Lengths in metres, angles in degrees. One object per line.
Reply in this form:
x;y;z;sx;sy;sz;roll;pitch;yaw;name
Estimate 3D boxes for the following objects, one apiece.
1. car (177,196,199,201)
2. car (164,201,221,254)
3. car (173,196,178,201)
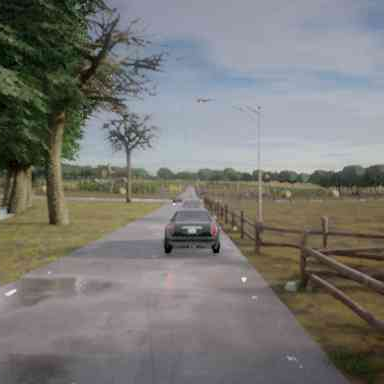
0.015;1.441;29.049;2.097;1.767;4.553;0;0;0;car
0.008;1.430;14.050;2.097;1.767;4.553;0;0;0;car
-2.721;1.482;65.437;1.994;1.385;4.181;0;0;0;car
